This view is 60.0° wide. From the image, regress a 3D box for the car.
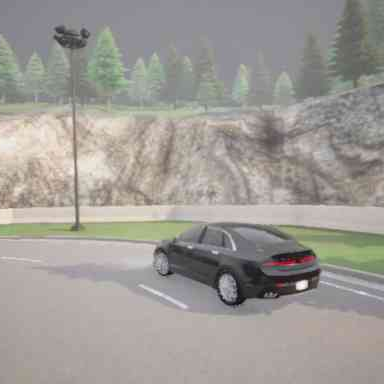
[{"bbox_3d":[0.724,1.479,8.095,1.837,1.490,4.892,0,-1,-32],"label":"car"}]
